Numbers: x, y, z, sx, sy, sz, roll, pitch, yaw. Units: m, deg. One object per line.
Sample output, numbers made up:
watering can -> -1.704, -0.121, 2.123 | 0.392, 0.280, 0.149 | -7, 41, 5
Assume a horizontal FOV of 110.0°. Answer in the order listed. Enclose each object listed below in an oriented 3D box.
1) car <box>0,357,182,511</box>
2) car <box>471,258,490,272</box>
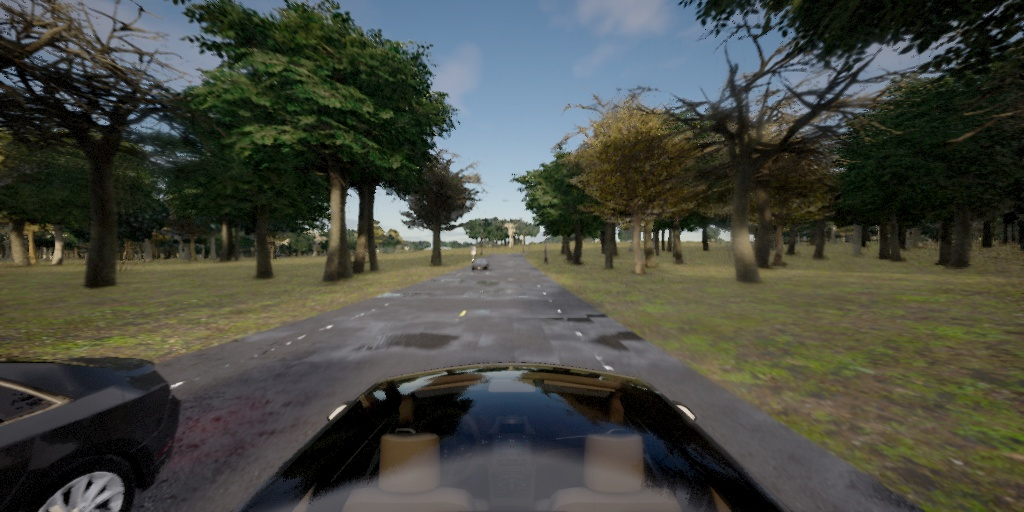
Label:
car -> -3.600, 1.247, 0.845 | 1.837, 1.490, 4.892 | 0, -1, 0
car -> -3.577, 0.992, 41.539 | 1.882, 1.535, 5.008 | 0, 1, 0
